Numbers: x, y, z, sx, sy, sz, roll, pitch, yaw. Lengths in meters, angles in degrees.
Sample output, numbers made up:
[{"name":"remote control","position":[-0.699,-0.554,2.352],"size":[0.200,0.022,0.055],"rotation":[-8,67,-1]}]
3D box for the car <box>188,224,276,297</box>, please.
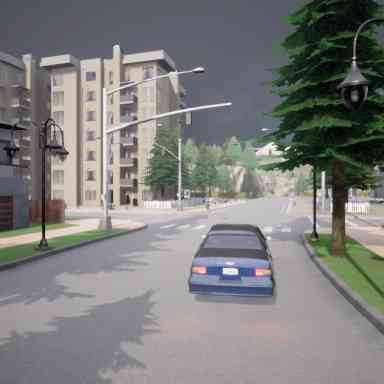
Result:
[{"name":"car","position":[1.127,1.547,8.766],"size":[2.033,1.411,5.357],"rotation":[0,0,9]}]
